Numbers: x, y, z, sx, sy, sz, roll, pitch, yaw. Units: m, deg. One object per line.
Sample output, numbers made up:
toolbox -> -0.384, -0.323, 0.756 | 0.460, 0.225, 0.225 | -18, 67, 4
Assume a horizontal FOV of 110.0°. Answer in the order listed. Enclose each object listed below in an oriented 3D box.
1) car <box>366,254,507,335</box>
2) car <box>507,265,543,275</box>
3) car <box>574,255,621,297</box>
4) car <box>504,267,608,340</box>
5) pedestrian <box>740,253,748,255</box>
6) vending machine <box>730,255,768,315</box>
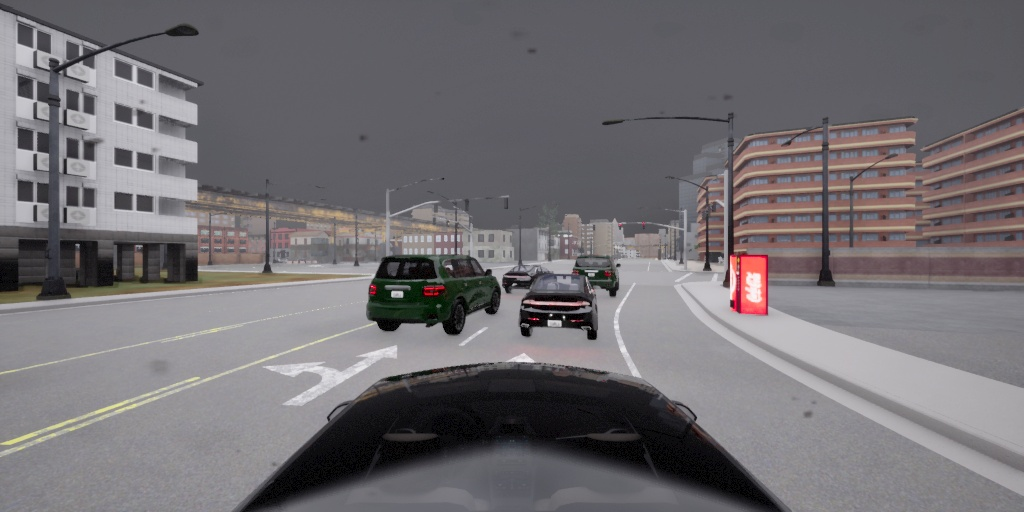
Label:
car -> -1.988, 0.971, 10.814 | 2.150, 2.045, 5.566 | 0, 0, 14
car -> 1.124, 1.241, 20.177 | 2.128, 1.511, 4.902 | 0, 0, 24
car -> 4.572, 0.971, 19.341 | 2.150, 2.045, 5.566 | 0, 0, 19
car -> 1.444, 1.241, 10.101 | 2.128, 1.511, 4.902 | 0, 0, 12
pedestrian -> 8.055, 0.795, 12.467 | 0.375, 1.860, 0.375 | 0, 0, 21
vending machine -> 7.821, 0.945, 11.848 | 1.100, 2.100, 0.880 | 0, 0, 20
